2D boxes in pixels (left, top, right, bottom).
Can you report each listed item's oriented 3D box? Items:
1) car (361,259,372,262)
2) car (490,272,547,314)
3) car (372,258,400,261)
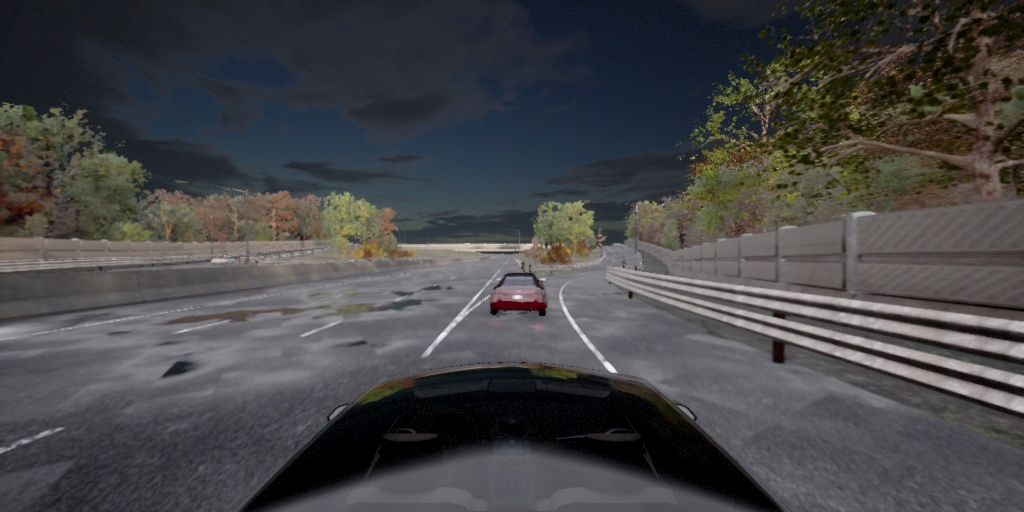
[{"bbox_3d":[-24.539,1.282,59.860,1.837,1.490,4.892,0,0,0],"label":"car"},{"bbox_3d":[0.345,1.320,13.789,1.994,1.385,4.181,0,0,5],"label":"car"},{"bbox_3d":[-21.043,1.132,60.027,2.097,1.767,4.553,0,0,0],"label":"car"}]
